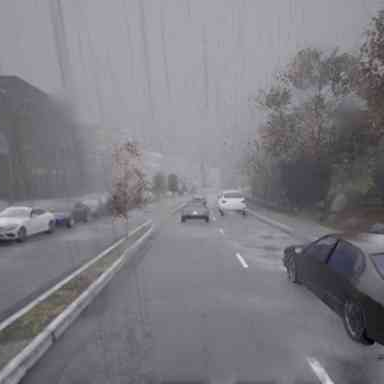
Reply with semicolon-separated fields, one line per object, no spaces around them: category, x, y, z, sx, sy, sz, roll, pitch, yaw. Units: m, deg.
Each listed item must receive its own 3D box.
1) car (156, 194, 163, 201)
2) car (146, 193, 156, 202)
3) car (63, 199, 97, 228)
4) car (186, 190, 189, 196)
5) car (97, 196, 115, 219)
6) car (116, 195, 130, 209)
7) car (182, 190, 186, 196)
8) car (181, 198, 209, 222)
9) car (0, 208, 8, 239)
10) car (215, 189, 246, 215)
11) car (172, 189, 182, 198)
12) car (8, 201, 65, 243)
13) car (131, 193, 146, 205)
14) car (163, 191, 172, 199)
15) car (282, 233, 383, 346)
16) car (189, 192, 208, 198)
car;-7.146;0.837;59.722;1.946;1.575;5.366;0;1;5
car;-7.556;0.962;52.694;2.163;1.488;4.792;0;1;3
car;-7.929;1.323;20.980;2.163;1.488;4.792;0;1;0
car;-2.953;0.376;92.739;1.946;1.575;5.366;0;1;11
car;-7.897;1.276;26.557;2.002;1.452;4.674;0;1;0
car;-7.865;1.177;32.107;2.231;1.521;4.892;0;1;0
car;-3.882;0.211;87.405;2.435;2.045;5.566;0;1;10
car;0.239;1.348;24.386;1.994;1.385;4.181;0;0;1
car;-7.993;1.429;9.886;2.163;1.488;4.792;0;1;0
car;3.532;0.952;30.124;2.150;2.045;5.566;0;1;2
car;-4.762;0.543;81.932;2.231;1.521;4.892;0;1;9
car;-7.962;1.387;15.465;2.002;1.452;4.674;0;1;0
car;-7.801;1.051;43.099;2.097;1.535;5.008;0;1;1
car;-6.181;0.691;70.697;1.946;1.575;5.366;0;1;7
car;3.251;1.496;6.216;2.033;1.411;5.357;0;0;0
car;0.900;1.115;41.043;1.837;1.490;4.892;0;1;3
